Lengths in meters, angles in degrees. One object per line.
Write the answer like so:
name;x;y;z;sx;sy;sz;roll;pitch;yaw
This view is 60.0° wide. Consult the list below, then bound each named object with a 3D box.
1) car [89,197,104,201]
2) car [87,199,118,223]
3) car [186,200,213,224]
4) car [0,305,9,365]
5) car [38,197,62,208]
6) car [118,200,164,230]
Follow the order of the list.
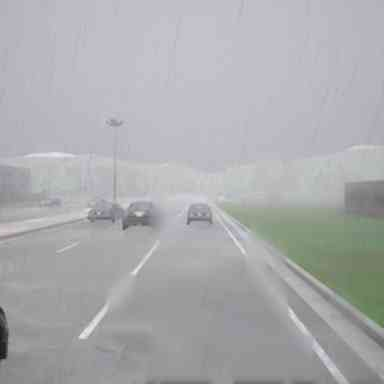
car;-14.046;1.543;49.376;2.128;1.511;4.902;0;0;1
car;-6.423;1.557;25.632;2.033;1.411;5.357;0;0;1
car;0.559;1.568;24.713;2.033;1.411;5.357;0;0;1
car;-3.287;1.349;2.236;2.097;1.767;4.553;0;0;0
car;-21.045;1.525;49.518;2.128;1.511;4.902;0;0;1
car;-3.005;1.364;21.386;2.097;1.767;4.553;0;0;1
